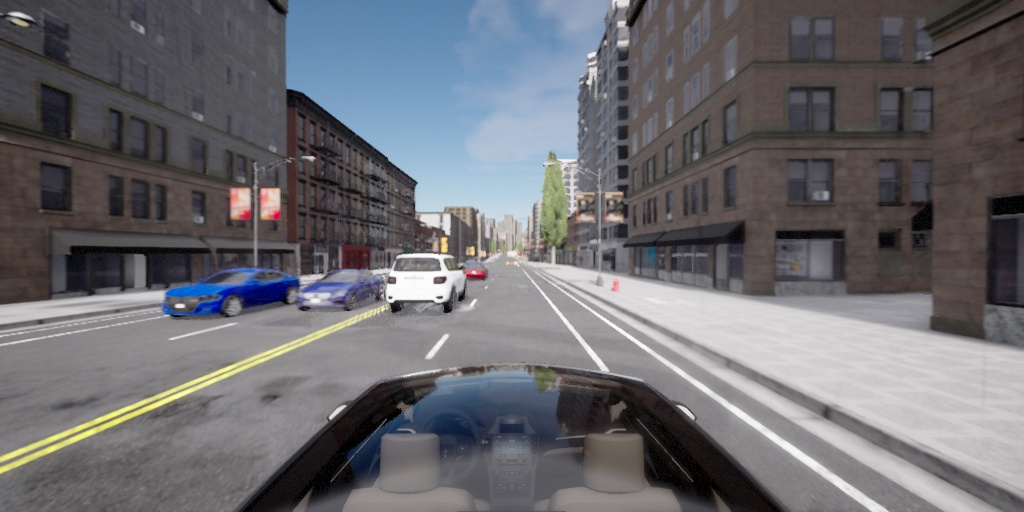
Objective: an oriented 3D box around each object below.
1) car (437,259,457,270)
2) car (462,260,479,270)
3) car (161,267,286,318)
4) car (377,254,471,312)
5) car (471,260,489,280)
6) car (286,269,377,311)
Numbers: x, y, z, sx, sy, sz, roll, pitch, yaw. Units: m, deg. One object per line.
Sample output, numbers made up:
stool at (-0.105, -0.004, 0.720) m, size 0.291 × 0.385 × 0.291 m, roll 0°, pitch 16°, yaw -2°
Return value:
car at (-9.803, 1.287, 54.357) m, size 2.128 × 1.511 × 4.902 m, roll 0°, pitch 0°, yaw 0°
car at (-6.534, 1.352, 56.510) m, size 2.033 × 1.411 × 5.357 m, roll 0°, pitch 0°, yaw 1°
car at (-9.846, 1.206, 13.128) m, size 1.882 × 1.535 × 5.008 m, roll 0°, pitch 0°, yaw 0°
car at (-3.148, 0.949, 14.232) m, size 2.150 × 2.045 × 5.566 m, roll 0°, pitch 0°, yaw 0°
car at (-3.144, 1.299, 31.492) m, size 1.994 × 1.385 × 4.181 m, roll 0°, pitch 0°, yaw 0°
car at (-6.597, 1.253, 14.359) m, size 1.812 × 1.442 × 4.674 m, roll 0°, pitch 0°, yaw 0°
